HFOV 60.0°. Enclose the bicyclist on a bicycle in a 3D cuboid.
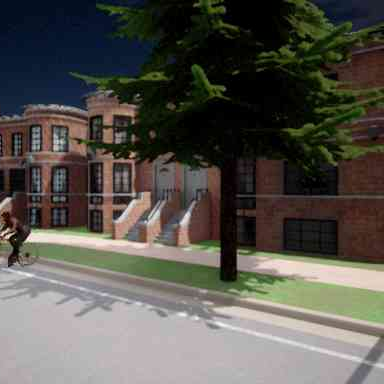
[{"bbox_3d":[-5.106,1.386,9.406,0.582,1.620,1.656,0,0,33],"label":"bicyclist on a bicycle"}]
